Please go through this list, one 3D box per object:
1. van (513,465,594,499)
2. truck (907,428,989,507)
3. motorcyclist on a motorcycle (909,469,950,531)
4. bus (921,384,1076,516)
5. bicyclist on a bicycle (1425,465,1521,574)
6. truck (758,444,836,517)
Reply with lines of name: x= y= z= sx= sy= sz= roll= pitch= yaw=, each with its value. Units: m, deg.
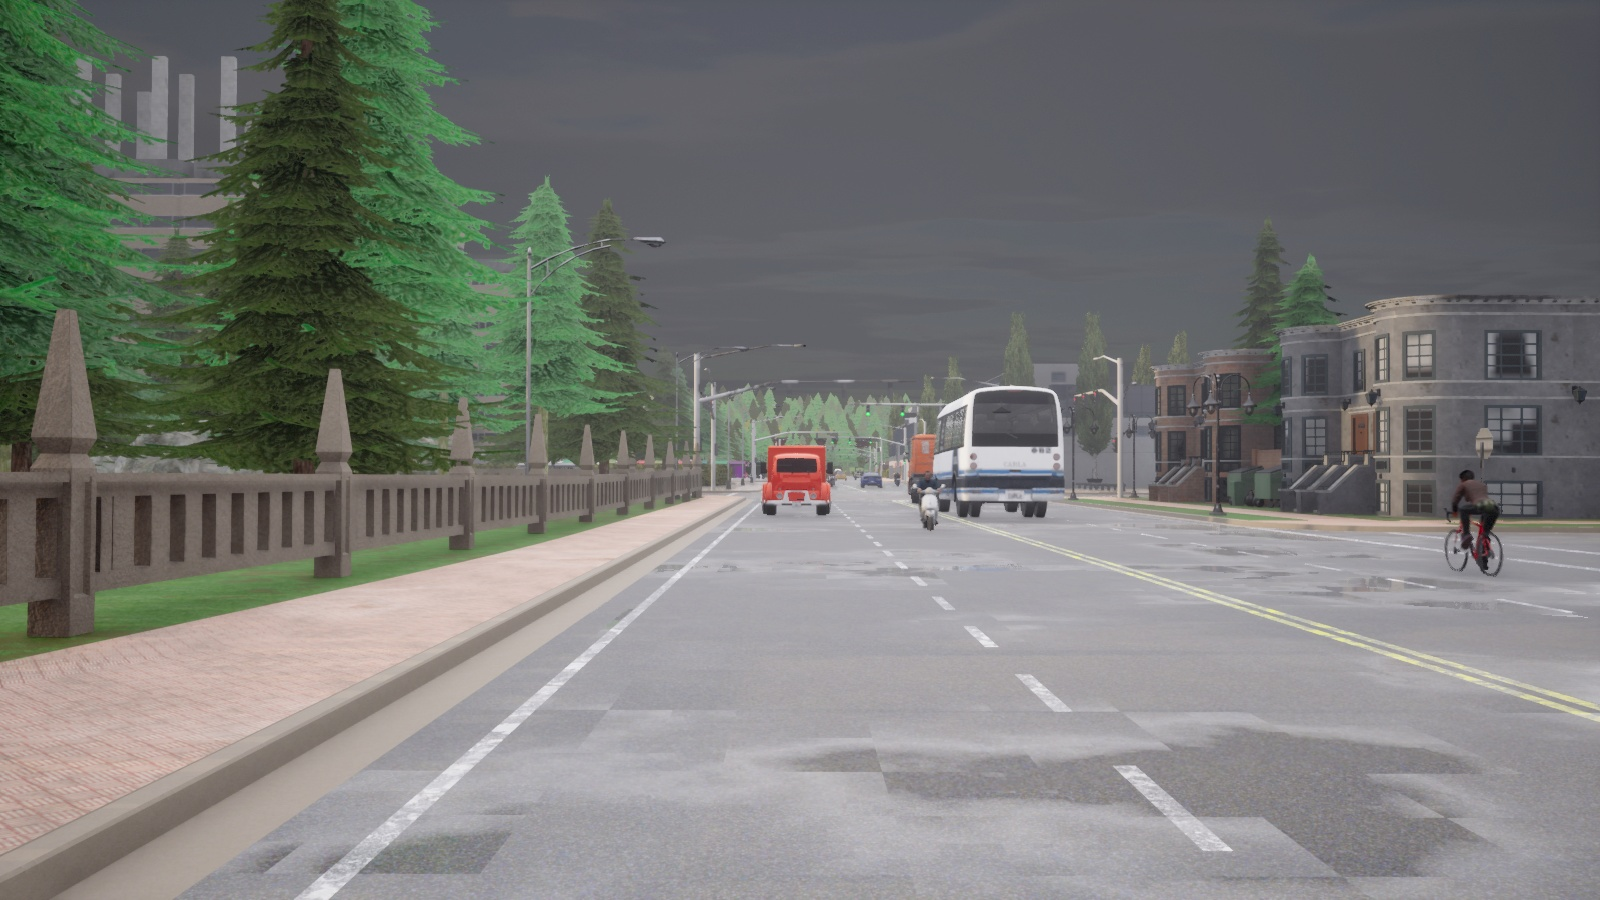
van: x=-14.640 y=1.878 z=74.735 sx=4.442 sy=1.987 sz=1.775 roll=0 pitch=-1 yaw=0
truck: x=6.847 y=0.801 z=59.287 sx=2.891 sy=3.462 sz=7.936 roll=0 pitch=-1 yaw=0
motorcyclist on a motorcycle: x=3.416 y=1.312 z=33.290 sx=0.866 sy=1.590 sz=1.817 roll=0 pitch=-1 yaw=0
bus: x=6.879 y=0.175 z=45.640 sx=3.944 sy=4.253 sz=10.273 roll=0 pitch=-2 yaw=0
bicyclist on a bicycle: x=10.450 y=1.053 z=19.563 sx=0.582 sy=1.620 sz=1.656 roll=0 pitch=-1 yaw=0
truck: x=-0.116 y=1.087 z=45.314 sx=2.627 sy=2.467 sz=5.204 roll=0 pitch=-1 yaw=0
